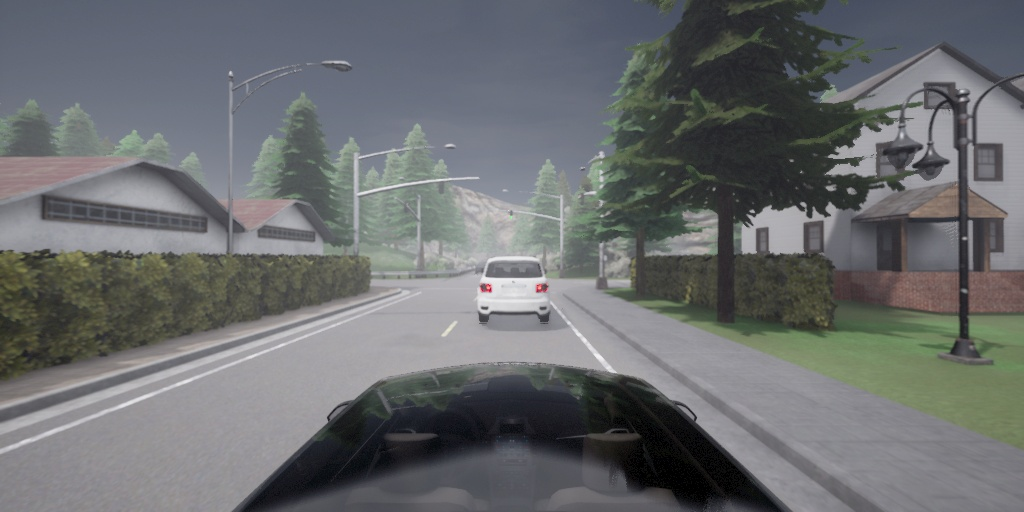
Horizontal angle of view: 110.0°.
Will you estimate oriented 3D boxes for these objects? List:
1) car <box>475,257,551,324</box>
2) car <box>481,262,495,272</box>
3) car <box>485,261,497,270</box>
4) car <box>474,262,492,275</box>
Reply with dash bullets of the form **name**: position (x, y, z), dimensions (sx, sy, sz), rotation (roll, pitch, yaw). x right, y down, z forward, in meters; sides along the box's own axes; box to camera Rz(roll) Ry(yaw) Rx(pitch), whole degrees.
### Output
- **car**: position (0.071, 1.044, 12.490), dimensions (2.150, 2.045, 5.566), rotation (0, 0, 0)
- **car**: position (-3.621, 1.614, 54.828), dimensions (1.812, 1.442, 4.674), rotation (0, 0, 0)
- **car**: position (-3.866, 1.631, 65.033), dimensions (1.882, 1.535, 5.008), rotation (0, 0, -7)
- **car**: position (-3.618, 1.534, 45.592), dimensions (1.837, 1.490, 4.892), rotation (0, 0, 0)
